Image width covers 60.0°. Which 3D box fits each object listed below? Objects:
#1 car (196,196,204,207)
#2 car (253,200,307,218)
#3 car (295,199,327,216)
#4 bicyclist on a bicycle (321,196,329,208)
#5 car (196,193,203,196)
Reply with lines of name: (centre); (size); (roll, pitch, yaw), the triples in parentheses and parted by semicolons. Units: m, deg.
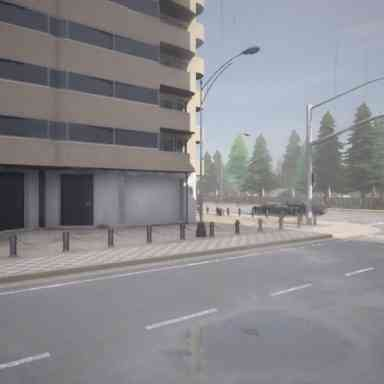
car: (-0.683, 1.656, 49.777); (1.895, 1.301, 4.718); (0, 0, -36)
car: (8.136, 1.656, 31.551); (1.895, 1.301, 4.718); (0, 0, -36)
car: (11.085, 1.533, 33.444); (1.882, 1.535, 5.008); (0, 0, -36)
bicyclist on a bicycle: (17.379, 1.356, 43.494); (1.656, 1.620, 0.582); (0, 0, -36)
car: (-0.048, 1.277, 61.101); (2.150, 2.045, 5.566); (0, 0, -35)
